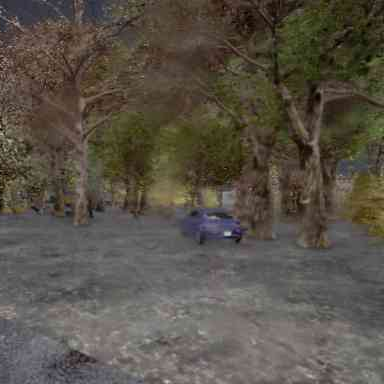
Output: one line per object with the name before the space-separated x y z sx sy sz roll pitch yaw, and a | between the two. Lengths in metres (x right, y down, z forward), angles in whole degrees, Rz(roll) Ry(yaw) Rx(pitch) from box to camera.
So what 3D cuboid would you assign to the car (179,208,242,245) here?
car | 0.745 1.463 15.381 1.812 1.442 4.674 0 0 -17
